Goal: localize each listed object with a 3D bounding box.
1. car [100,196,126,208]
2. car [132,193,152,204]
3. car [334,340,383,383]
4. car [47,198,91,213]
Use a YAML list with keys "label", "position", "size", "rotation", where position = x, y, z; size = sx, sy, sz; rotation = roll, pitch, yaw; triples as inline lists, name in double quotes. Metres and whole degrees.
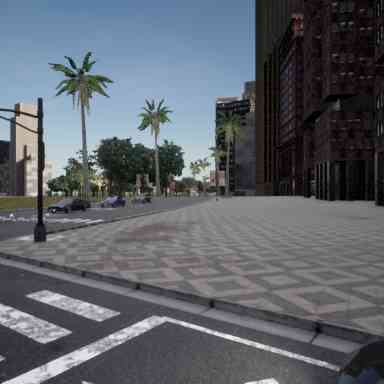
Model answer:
- label: "car"
  position: [-10.218, 1.259, 43.589]
  size: [1.812, 1.442, 4.674]
  rotation: [0, 1, 13]
- label: "car"
  position: [-8.087, 0.994, 53.670]
  size: [2.097, 1.767, 4.553]
  rotation: [0, 1, 11]
- label: "car"
  position: [3.181, 1.505, 1.441]
  size: [4.892, 1.490, 1.837]
  rotation: [0, 0, 34]
- label: "car"
  position: [-12.444, 1.362, 34.196]
  size: [2.033, 1.411, 5.357]
  rotation: [0, 0, 14]
